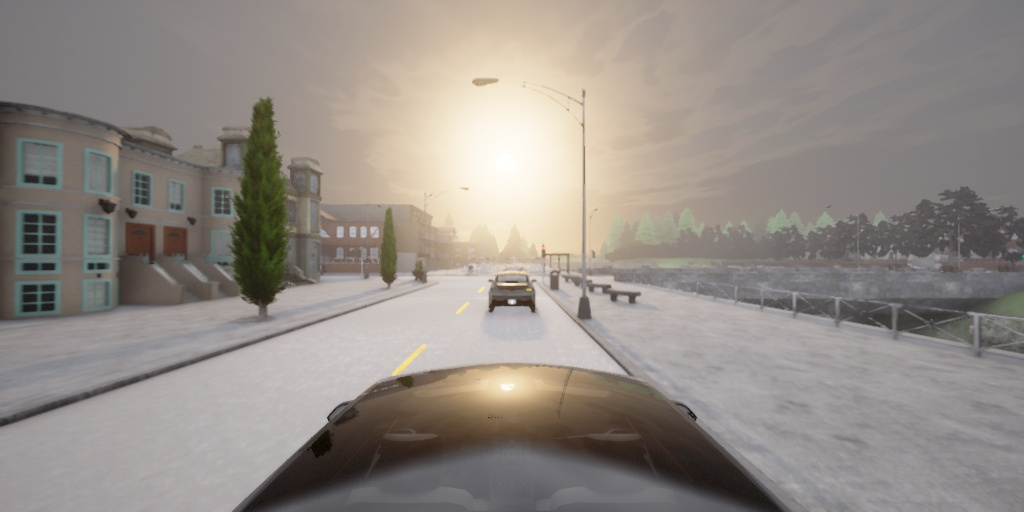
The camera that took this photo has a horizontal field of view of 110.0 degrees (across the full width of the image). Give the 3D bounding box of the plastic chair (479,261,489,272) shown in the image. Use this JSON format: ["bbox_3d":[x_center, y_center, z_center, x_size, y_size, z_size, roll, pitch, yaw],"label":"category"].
[{"bbox_3d":[-4.361,1.875,56.322,0.750,1.272,0.730,0,0,0],"label":"plastic chair"}]

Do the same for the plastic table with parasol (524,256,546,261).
[{"bbox_3d":[3.578,1.276,56.792,2.482,2.480,2.482,0,0,0],"label":"plastic table with parasol"}]

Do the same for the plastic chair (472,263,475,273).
[{"bbox_3d":[-5.562,1.889,57.622,0.730,1.272,0.750,0,0,0],"label":"plastic chair"}]

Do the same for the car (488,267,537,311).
[{"bbox_3d":[0.018,1.406,15.337,1.837,1.490,4.892,0,0,0],"label":"car"}]

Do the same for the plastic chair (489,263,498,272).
[{"bbox_3d":[-2.962,1.887,57.422,0.730,1.272,0.750,0,0,0],"label":"plastic chair"}]

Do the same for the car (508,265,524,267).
[{"bbox_3d":[0.368,1.547,31.045,1.882,1.535,5.008,0,0,8],"label":"car"}]

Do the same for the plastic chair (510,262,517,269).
[{"bbox_3d":[0.138,1.963,64.422,0.730,1.272,0.750,0,0,0],"label":"plastic chair"}]

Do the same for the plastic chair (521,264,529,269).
[{"bbox_3d":[2.238,1.881,56.822,0.730,1.272,0.750,0,0,0],"label":"plastic chair"}]

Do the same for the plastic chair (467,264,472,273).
[{"bbox_3d":[-7.058,1.947,62.953,0.750,1.272,0.730,0,0,-1],"label":"plastic chair"}]

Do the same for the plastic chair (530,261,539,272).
[{"bbox_3d":[3.439,1.867,55.523,0.750,1.272,0.730,0,0,0],"label":"plastic chair"}]

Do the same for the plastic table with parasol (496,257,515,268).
[{"bbox_3d":[-1.212,1.360,64.522,2.482,2.480,2.482,0,0,0],"label":"plastic table with parasol"}]

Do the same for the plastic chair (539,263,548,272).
[{"bbox_3d":[4.838,1.879,56.623,0.730,1.272,0.750,0,0,0],"label":"plastic chair"}]

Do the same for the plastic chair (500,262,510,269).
[{"bbox_3d":[-1.262,1.951,63.322,0.750,1.272,0.730,0,0,0],"label":"plastic chair"}]

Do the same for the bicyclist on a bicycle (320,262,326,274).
[{"bbox_3d":[-24.192,1.580,45.924,0.582,1.620,1.656,0,0,0],"label":"bicyclist on a bicycle"}]

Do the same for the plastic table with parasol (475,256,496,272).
[{"bbox_3d":[-4.242,1.284,57.542,2.482,2.480,2.482,0,0,0],"label":"plastic table with parasol"}]

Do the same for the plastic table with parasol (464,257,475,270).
[{"bbox_3d":[-7.132,1.356,64.131,2.482,2.480,2.482,0,0,0],"label":"plastic table with parasol"}]

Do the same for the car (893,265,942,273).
[{"bbox_3d":[47.051,1.753,41.662,4.181,1.385,1.994,0,-1,1],"label":"car"}]
